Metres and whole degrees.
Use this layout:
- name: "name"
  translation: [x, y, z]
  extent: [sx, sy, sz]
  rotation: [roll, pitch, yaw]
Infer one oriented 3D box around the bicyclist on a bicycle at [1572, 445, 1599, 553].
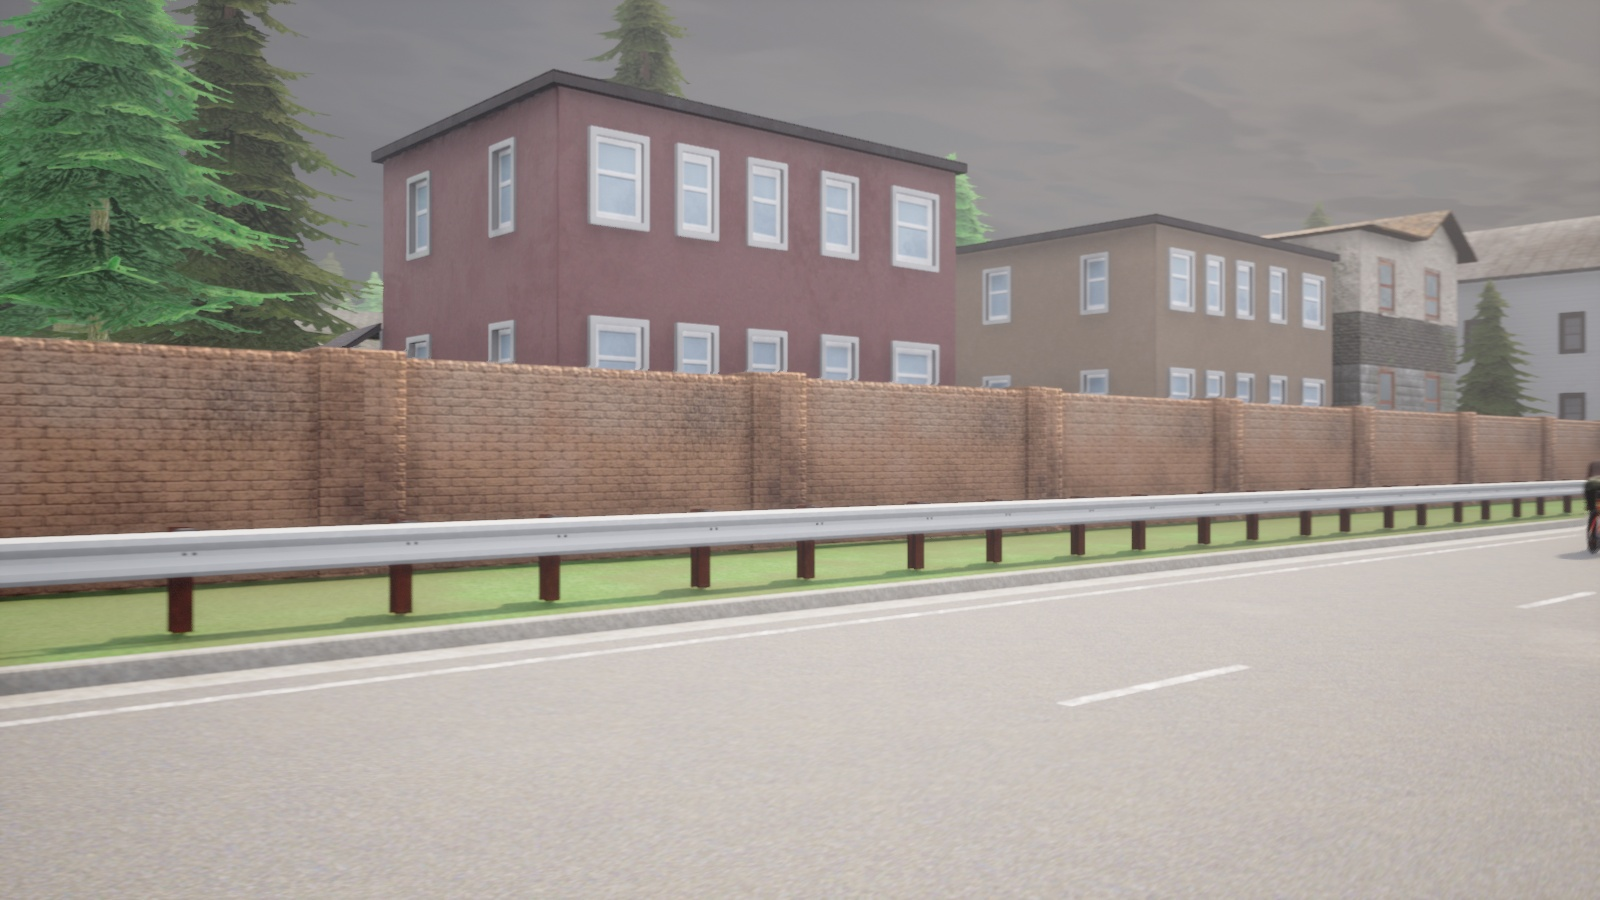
- name: "bicyclist on a bicycle"
  translation: [12.476, 0.736, 19.284]
  extent: [1.656, 1.620, 0.582]
  rotation: [1, -1, -41]
